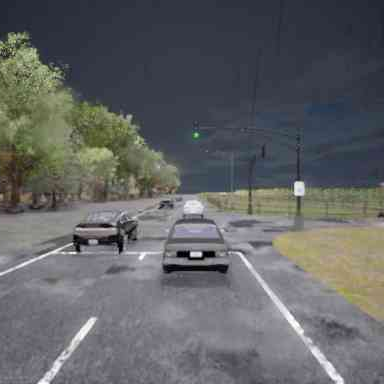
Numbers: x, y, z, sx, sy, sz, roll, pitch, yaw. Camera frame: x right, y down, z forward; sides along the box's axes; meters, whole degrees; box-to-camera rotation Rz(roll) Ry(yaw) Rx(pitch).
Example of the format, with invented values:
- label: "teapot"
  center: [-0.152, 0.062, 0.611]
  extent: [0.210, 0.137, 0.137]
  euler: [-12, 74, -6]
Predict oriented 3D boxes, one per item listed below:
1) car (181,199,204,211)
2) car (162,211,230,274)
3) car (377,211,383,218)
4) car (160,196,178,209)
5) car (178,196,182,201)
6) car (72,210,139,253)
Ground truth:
- label: "car"
  center: [0.105, 1.559, 31.749]
  extent: [1.812, 1.442, 4.674]
  euler: [0, 0, 0]
- label: "car"
  center: [0.098, 1.560, 10.566]
  extent: [2.033, 1.411, 5.357]
  euler: [0, 0, 0]
- label: "car"
  center: [19.274, 1.841, 29.097]
  extent: [5.357, 1.411, 2.033]
  euler: [1, -1, 0]
- label: "car"
  center: [-3.391, 1.551, 46.212]
  extent: [1.837, 1.490, 4.892]
  euler: [0, 0, 0]
- label: "car"
  center: [-3.486, 1.612, 83.066]
  extent: [2.033, 1.411, 5.357]
  euler: [0, 0, 0]
- label: "car"
  center: [-3.399, 1.508, 13.865]
  extent: [2.128, 1.511, 4.902]
  euler: [0, 0, 0]
